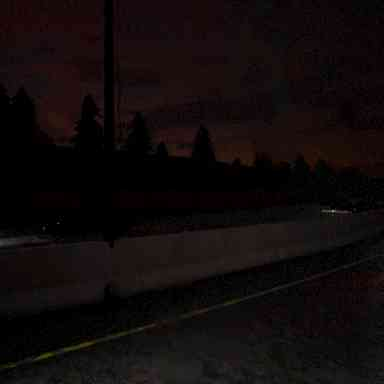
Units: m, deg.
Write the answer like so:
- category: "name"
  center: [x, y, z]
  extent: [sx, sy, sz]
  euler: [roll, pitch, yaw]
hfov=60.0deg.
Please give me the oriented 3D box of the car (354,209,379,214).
- category: "car"
  center: [16.695, 1.472, 31.682]
  extent: [2.033, 1.411, 5.357]
  euler: [0, 0, 35]
